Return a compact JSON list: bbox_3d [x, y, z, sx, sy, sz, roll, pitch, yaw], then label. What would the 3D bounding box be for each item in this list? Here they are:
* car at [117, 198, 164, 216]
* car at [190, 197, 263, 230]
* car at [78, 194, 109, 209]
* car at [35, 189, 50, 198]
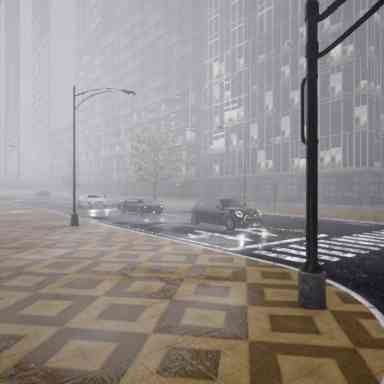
[{"bbox_3d":[-4.254,1.171,27.019,1.895,1.301,4.718,0,1,-38],"label":"car"},{"bbox_3d":[1.906,1.104,19.216,2.097,1.767,4.553,0,1,-38],"label":"car"},{"bbox_3d":[-10.501,0.910,34.966,1.812,1.442,4.674,0,1,-38],"label":"car"},{"bbox_3d":[-28.602,0.236,63.592,1.882,1.535,5.008,0,1,-38],"label":"car"}]
